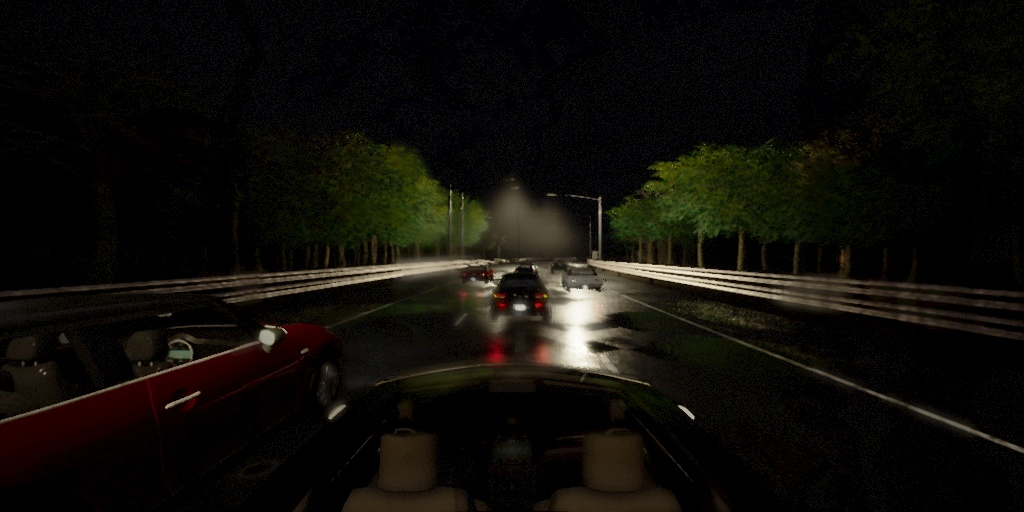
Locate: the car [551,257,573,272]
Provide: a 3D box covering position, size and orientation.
[{"bbox_3d":[5.736,1.100,42.728,2.097,1.767,4.553,0,0,6],"label":"car"}]

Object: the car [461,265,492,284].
[{"bbox_3d":[-2.505,1.351,27.189,1.895,1.301,4.718,0,0,4],"label":"car"}]

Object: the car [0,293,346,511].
[{"bbox_3d":[-3.354,1.099,3.127,2.097,1.767,4.553,0,0,0],"label":"car"}]

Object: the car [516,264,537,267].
[{"bbox_3d":[1.186,1.317,29.685,1.994,1.385,4.181,0,0,4],"label":"car"}]

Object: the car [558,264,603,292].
[{"bbox_3d":[4.039,1.349,21.350,1.895,1.301,4.718,0,0,3],"label":"car"}]

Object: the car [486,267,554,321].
[{"bbox_3d":[0.304,1.278,12.306,1.812,1.442,4.674,0,0,2],"label":"car"}]
